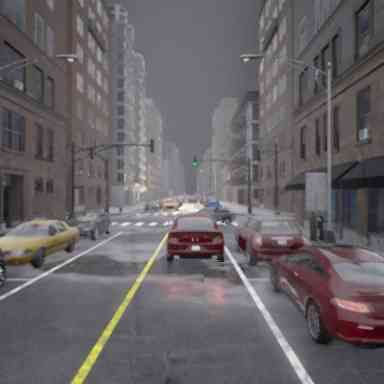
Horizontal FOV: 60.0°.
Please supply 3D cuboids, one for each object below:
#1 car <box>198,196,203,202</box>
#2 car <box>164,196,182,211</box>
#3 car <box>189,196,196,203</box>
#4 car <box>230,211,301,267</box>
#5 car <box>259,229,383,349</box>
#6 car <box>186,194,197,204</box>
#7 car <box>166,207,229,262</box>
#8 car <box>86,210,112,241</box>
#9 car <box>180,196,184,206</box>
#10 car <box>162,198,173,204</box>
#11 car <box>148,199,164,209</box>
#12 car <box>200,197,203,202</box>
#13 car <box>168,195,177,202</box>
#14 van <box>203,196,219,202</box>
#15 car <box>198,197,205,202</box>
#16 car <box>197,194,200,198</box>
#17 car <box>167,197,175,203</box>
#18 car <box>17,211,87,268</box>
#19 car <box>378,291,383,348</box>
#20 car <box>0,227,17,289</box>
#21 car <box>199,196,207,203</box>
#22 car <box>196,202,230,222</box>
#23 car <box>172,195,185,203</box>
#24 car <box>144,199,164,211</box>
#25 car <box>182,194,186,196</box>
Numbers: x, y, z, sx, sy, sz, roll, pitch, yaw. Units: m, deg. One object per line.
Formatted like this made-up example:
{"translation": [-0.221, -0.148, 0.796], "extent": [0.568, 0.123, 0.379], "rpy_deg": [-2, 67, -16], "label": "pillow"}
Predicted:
{"translation": [2.732, 1.950, 67.037], "extent": [1.802, 1.307, 4.206], "rpy_deg": [0, 0, 0], "label": "car"}
{"translation": [-2.770, 1.726, 44.594], "extent": [1.882, 1.535, 5.008], "rpy_deg": [0, 0, 0], "label": "car"}
{"translation": [0.119, 1.873, 84.448], "extent": [1.882, 1.535, 5.008], "rpy_deg": [0, 0, 0], "label": "car"}
{"translation": [2.652, 1.506, 11.713], "extent": [1.967, 1.590, 4.097], "rpy_deg": [0, 0, 0], "label": "car"}
{"translation": [2.644, 1.617, 6.194], "extent": [1.802, 1.307, 4.206], "rpy_deg": [0, 0, 0], "label": "car"}
{"translation": [0.104, 1.755, 74.416], "extent": [2.097, 1.767, 4.553], "rpy_deg": [0, 0, 0], "label": "car"}
{"translation": [0.118, 1.548, 12.533], "extent": [1.882, 1.535, 5.008], "rpy_deg": [0, 0, 0], "label": "car"}
{"translation": [-5.365, 1.648, 17.234], "extent": [2.008, 1.369, 4.403], "rpy_deg": [0, 0, 0], "label": "car"}
{"translation": [-2.722, 1.865, 54.245], "extent": [1.994, 1.385, 4.181], "rpy_deg": [0, 0, 0], "label": "car"}
{"translation": [-5.285, 1.962, 72.724], "extent": [1.947, 1.339, 4.313], "rpy_deg": [0, 0, 0], "label": "car"}
{"translation": [-5.318, 1.823, 49.997], "extent": [1.887, 1.381, 4.507], "rpy_deg": [0, 0, 0], "label": "car"}
{"translation": [2.715, 1.891, 55.674], "extent": [1.802, 1.307, 4.206], "rpy_deg": [0, 0, 0], "label": "car"}
{"translation": [-5.261, 1.794, 89.770], "extent": [2.192, 1.841, 5.009], "rpy_deg": [0, 0, 0], "label": "car"}
{"translation": [2.699, 1.588, 44.313], "extent": [1.690, 1.788, 3.998], "rpy_deg": [0, 0, 0], "label": "van"}
{"translation": [2.772, 2.057, 95.443], "extent": [2.008, 1.369, 4.403], "rpy_deg": [0, 0, 0], "label": "car"}
{"translation": [2.740, 1.711, 72.720], "extent": [2.192, 1.841, 5.009], "rpy_deg": [0, 0, 0], "label": "car"}
{"translation": [-5.269, 2.017, 84.087], "extent": [1.947, 1.339, 4.313], "rpy_deg": [0, 0, 0], "label": "car"}
{"translation": [-5.373, 1.591, 11.546], "extent": [1.752, 1.417, 4.829], "rpy_deg": [0, 0, 0], "label": "car"}
{"translation": [2.636, 1.555, 0.675], "extent": [2.008, 1.369, 4.403], "rpy_deg": [0, 0, 0], "label": "car"}
{"translation": [-5.381, 1.476, 6.199], "extent": [1.967, 1.590, 4.097], "rpy_deg": [0, 0, 0], "label": "car"}
{"translation": [2.756, 1.891, 84.081], "extent": [1.967, 1.590, 4.097], "rpy_deg": [0, 0, 0], "label": "car"}
{"translation": [1.806, 1.706, 25.271], "extent": [1.994, 1.385, 4.181], "rpy_deg": [0, 0, 27], "label": "car"}
{"translation": [-2.696, 1.872, 62.399], "extent": [1.812, 1.442, 4.674], "rpy_deg": [0, 0, 1], "label": "car"}
{"translation": [-5.326, 1.798, 44.315], "extent": [2.008, 1.369, 4.403], "rpy_deg": [0, 0, 0], "label": "car"}
{"translation": [-2.641, 1.787, 77.398], "extent": [2.128, 1.511, 4.902], "rpy_deg": [0, 0, 0], "label": "car"}
